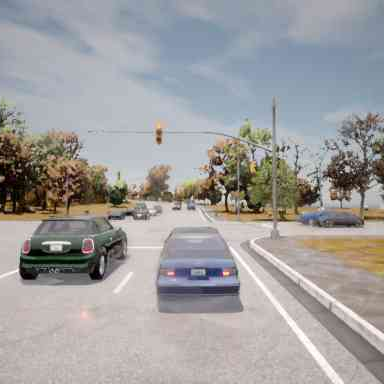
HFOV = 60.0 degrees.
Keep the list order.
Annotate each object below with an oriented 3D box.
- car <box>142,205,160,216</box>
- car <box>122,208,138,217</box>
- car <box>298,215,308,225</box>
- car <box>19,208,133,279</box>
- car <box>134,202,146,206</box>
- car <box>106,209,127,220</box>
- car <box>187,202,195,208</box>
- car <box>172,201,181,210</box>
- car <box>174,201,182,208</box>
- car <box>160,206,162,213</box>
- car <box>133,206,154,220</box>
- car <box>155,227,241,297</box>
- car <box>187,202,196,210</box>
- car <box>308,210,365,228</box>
[{"bbox_3d":[-7.180,3.438,57.720,1.812,1.442,4.674,0,-1,0],"label":"car"},{"bbox_3d":[-10.683,3.510,57.512,1.895,1.301,4.718,0,-1,0],"label":"car"},{"bbox_3d":[13.190,2.528,33.151,5.008,1.535,1.882,0,-3,-1],"label":"car"},{"bbox_3d":[-3.434,1.487,10.543,2.097,1.767,4.553,0,-1,0],"label":"car"},{"bbox_3d":[-10.620,3.211,68.270,2.150,2.045,5.566,0,0,0],"label":"car"},{"bbox_3d":[-10.715,3.213,47.636,2.033,1.411,5.357,0,-2,-3],"label":"car"},{"bbox_3d":[-0.248,3.314,87.985,1.994,1.385,4.181,0,0,-3],"label":"car"},{"bbox_3d":[-3.636,3.546,77.862,1.895,1.301,4.718,0,0,0],"label":"car"},{"bbox_3d":[-3.747,3.257,87.894,1.837,1.490,4.892,0,0,-3],"label":"car"},{"bbox_3d":[-7.131,3.495,68.010,1.837,1.490,4.892,0,0,0],"label":"car"},{"bbox_3d":[-7.173,3.163,47.829,2.128,1.511,4.902,0,-2,1],"label":"car"},{"bbox_3d":[0.077,1.647,8.925,2.033,1.411,5.357,0,-1,-1],"label":"car"},{"bbox_3d":[-0.135,3.474,77.803,1.812,1.442,4.674,0,0,0],"label":"car"},{"bbox_3d":[13.023,2.453,29.657,4.181,1.385,1.994,0,-3,-2],"label":"car"}]
